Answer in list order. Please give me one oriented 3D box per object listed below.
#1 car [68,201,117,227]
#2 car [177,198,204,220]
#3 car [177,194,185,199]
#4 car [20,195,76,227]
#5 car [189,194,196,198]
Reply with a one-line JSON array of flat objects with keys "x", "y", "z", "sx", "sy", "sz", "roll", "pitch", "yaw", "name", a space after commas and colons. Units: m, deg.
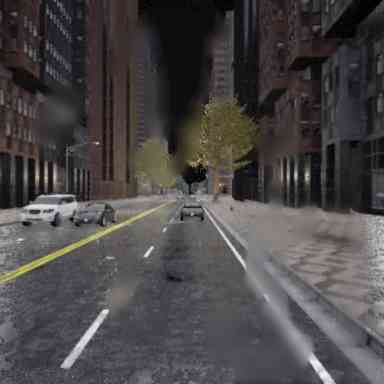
[{"x": -6.492, "y": 1.507, "z": 22.808, "sx": 1.837, "sy": 1.490, "sz": 4.892, "roll": 0, "pitch": 0, "yaw": 0, "name": "car"}, {"x": 0.023, "y": 1.506, "z": 27.832, "sx": 2.128, "sy": 1.511, "sz": 4.902, "roll": 0, "pitch": 0, "yaw": 0, "name": "car"}, {"x": -3.173, "y": 1.555, "z": 93.179, "sx": 2.033, "sy": 1.411, "sz": 5.357, "roll": 0, "pitch": 0, "yaw": 0, "name": "car"}, {"x": -9.736, "y": 1.203, "z": 23.251, "sx": 2.150, "sy": 2.045, "sz": 5.566, "roll": 0, "pitch": 0, "yaw": 0, "name": "car"}, {"x": 0.078, "y": 1.575, "z": 93.593, "sx": 1.994, "sy": 1.385, "sz": 4.181, "roll": 0, "pitch": 0, "yaw": 0, "name": "car"}]
